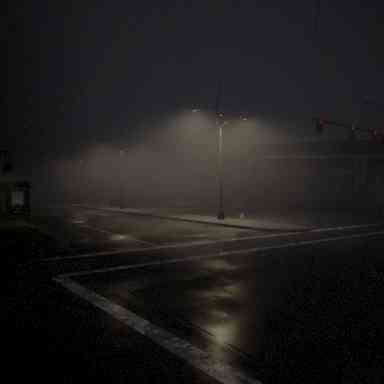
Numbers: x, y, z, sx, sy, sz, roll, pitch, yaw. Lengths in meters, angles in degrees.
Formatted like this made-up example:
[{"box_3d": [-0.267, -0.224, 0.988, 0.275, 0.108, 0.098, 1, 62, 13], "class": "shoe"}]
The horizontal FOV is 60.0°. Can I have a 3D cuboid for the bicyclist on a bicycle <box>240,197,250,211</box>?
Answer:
[{"box_3d": [6.255, 1.429, 39.740, 1.656, 1.620, 0.582, -6, -7, -37], "class": "bicyclist on a bicycle"}]

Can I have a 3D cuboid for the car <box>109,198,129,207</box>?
[{"box_3d": [-11.165, 1.563, 50.694, 1.994, 1.385, 4.181, 0, 0, -35], "class": "car"}]

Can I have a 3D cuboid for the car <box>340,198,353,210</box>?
[{"box_3d": [18.095, 1.454, 42.034, 1.970, 1.475, 3.806, 0, 0, -35], "class": "car"}]

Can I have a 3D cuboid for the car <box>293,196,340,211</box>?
[{"box_3d": [13.834, 1.293, 38.106, 2.242, 1.667, 4.611, 0, 0, -35], "class": "car"}]

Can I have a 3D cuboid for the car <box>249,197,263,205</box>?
[{"box_3d": [11.983, 1.562, 61.128, 1.994, 1.385, 4.181, 0, 0, 29], "class": "car"}]
